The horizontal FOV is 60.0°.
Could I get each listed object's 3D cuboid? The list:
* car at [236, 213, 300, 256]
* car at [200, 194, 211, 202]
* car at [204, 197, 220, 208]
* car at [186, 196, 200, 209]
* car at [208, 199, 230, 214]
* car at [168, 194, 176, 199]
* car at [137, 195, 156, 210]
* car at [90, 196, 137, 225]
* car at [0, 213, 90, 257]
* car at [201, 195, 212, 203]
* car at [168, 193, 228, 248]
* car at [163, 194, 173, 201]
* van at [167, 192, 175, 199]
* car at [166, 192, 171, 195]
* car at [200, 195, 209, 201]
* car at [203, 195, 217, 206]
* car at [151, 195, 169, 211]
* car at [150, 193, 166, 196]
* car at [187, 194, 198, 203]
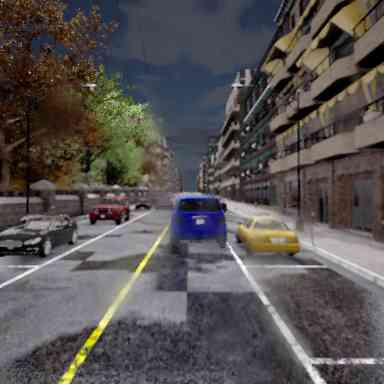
[{"bbox_3d":[2.704,1.477,12.761,1.752,1.417,4.829,1,0,0],"label":"car"},{"bbox_3d":[2.707,1.186,67.825,1.967,1.590,4.097,1,0,0],"label":"car"},{"bbox_3d":[2.704,1.394,45.732,1.947,1.339,4.313,1,0,0],"label":"car"},{"bbox_3d":[0.101,1.361,43.731,1.812,1.442,4.674,0,0,0],"label":"car"},{"bbox_3d":[2.703,1.436,34.684,1.947,1.339,4.313,1,0,0],"label":"car"},{"bbox_3d":[-5.658,1.212,95.443,1.947,1.339,4.313,1,0,0],"label":"car"},{"bbox_3d":[-5.676,1.416,40.209,1.947,1.339,4.313,1,0,0],"label":"car"},{"bbox_3d":[-5.672,1.227,23.638,2.192,1.841,5.009,1,0,0],"label":"car"},{"bbox_3d":[-5.677,1.504,12.591,2.008,1.369,4.403,1,0,0],"label":"car"},{"bbox_3d":[2.705,1.291,62.472,1.752,1.417,4.829,1,0,0],"label":"car"},{"bbox_3d":[0.185,1.166,14.673,2.150,2.045,5.566,0,0,-3],"label":"car"},{"bbox_3d":[-5.675,1.251,78.872,1.887,1.381,4.507,1,0,0],"label":"car"},{"bbox_3d":[-5.680,1.007,89.918,1.690,1.788,3.998,1,0,0],"label":"van"},{"bbox_3d":[-5.675,1.292,67.826,1.887,1.381,4.507,1,0,0],"label":"car"},{"bbox_3d":[2.704,1.308,73.348,1.802,1.307,4.206,1,0,0],"label":"car"},{"bbox_3d":[2.707,1.248,51.255,1.967,1.590,4.097,1,0,0],"label":"car"},{"bbox_3d":[-3.079,1.406,37.864,2.033,1.411,5.357,0,0,0],"label":"car"},{"bbox_3d":[-5.671,1.123,51.255,2.192,1.841,5.009,1,0,0],"label":"car"},{"bbox_3d":[0.103,1.244,62.386,1.882,1.535,5.008,0,0,0],"label":"car"}]
